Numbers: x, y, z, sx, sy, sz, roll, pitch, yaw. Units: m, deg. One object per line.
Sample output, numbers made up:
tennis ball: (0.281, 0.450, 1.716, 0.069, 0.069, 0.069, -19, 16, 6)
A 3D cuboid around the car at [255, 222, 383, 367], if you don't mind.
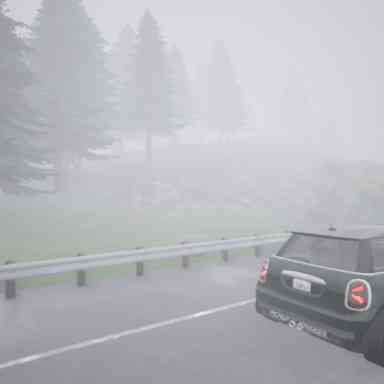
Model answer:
car: (3.319, 1.347, 5.942, 4.553, 1.767, 2.097, 0, 0, -34)
